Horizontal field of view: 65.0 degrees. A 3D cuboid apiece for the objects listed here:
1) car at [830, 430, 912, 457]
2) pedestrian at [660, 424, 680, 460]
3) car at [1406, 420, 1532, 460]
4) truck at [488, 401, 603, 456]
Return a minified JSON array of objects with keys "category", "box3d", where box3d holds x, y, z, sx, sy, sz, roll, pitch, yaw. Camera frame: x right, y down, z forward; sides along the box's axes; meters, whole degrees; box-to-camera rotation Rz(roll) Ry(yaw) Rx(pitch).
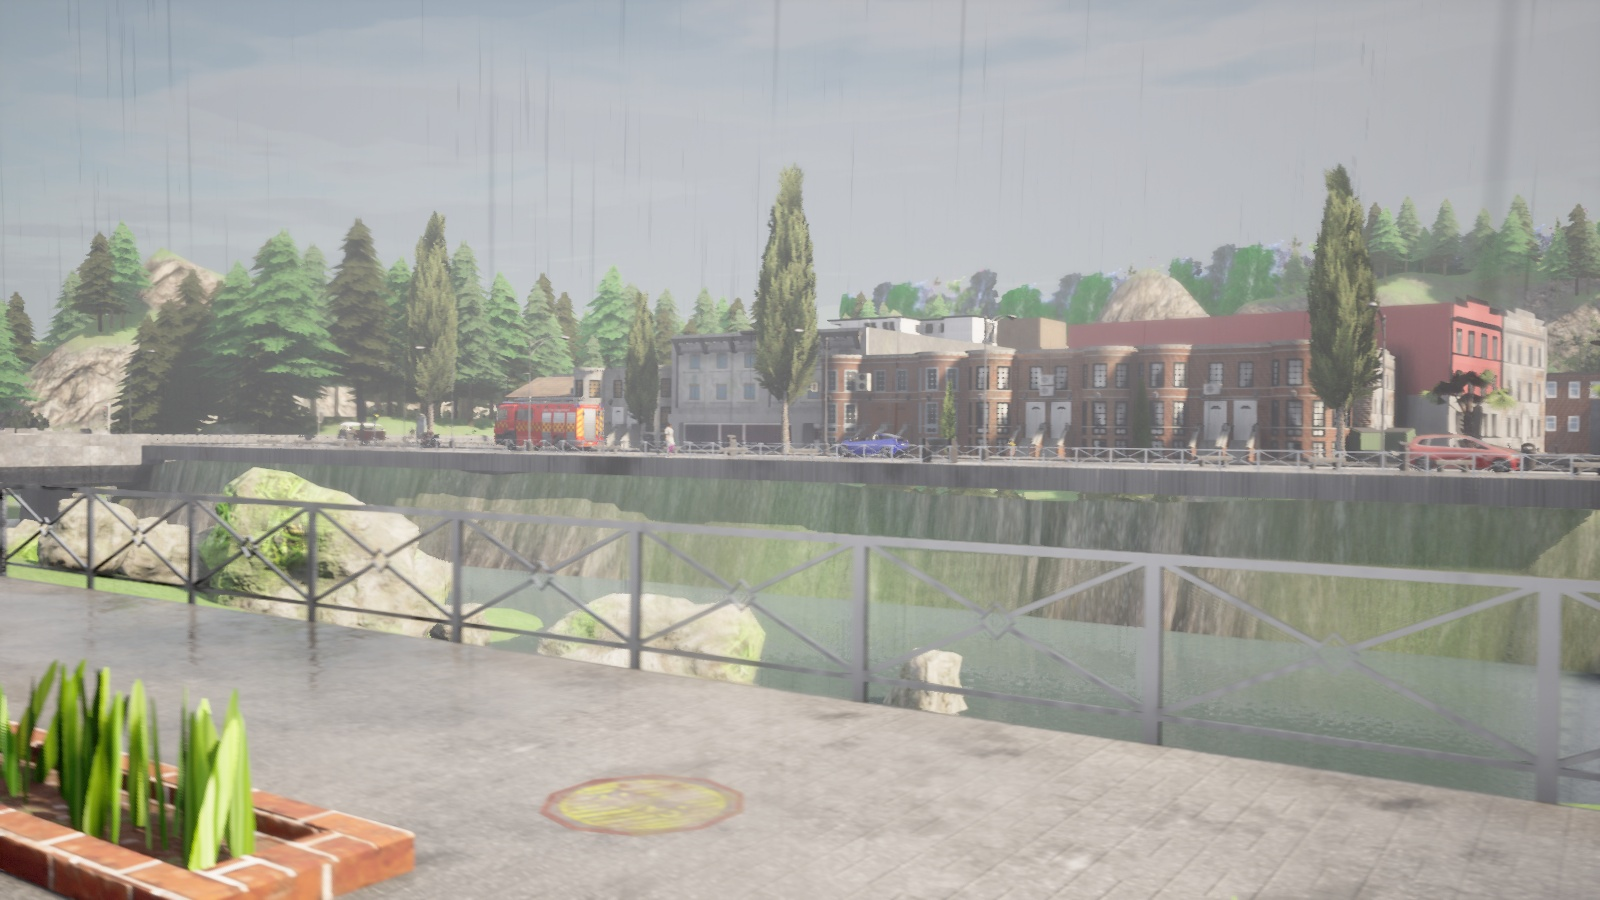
[{"category":"car","box3d":[4.276,-0.390,75.406,4.514,1.525,2.007,0,1,34]},{"category":"pedestrian","box3d":[-7.234,-0.450,70.076,0.873,1.952,0.659,0,1,38]},{"category":"car","box3d":[28.898,-0.427,54.256,4.611,1.667,2.242,0,1,34]},{"category":"truck","box3d":[-18.361,-1.501,90.414,8.468,3.827,2.891,0,1,34]}]
